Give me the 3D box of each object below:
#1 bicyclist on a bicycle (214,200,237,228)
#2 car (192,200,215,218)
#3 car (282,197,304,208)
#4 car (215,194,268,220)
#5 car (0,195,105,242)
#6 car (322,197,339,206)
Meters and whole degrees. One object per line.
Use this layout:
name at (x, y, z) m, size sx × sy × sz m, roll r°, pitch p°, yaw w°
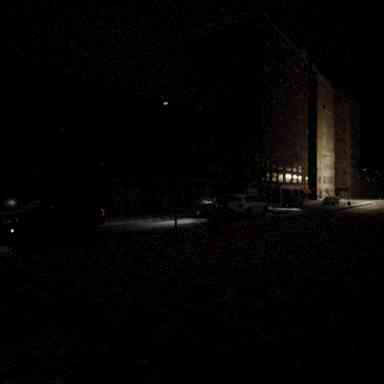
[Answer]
bicyclist on a bicycle at (1.905, 1.293, 19.532) m, size 1.656 × 1.620 × 0.582 m, roll 0°, pitch 0°, yaw 36°
car at (1.938, 1.464, 29.660) m, size 2.128 × 1.511 × 4.902 m, roll 0°, pitch 0°, yaw 36°
car at (14.153, 1.469, 46.605) m, size 1.837 × 1.490 × 4.892 m, roll 0°, pitch 0°, yaw 36°
car at (4.527, 1.197, 28.211) m, size 2.150 × 2.045 × 5.566 m, roll 0°, pitch 0°, yaw 36°
car at (-7.081, 1.221, 17.031) m, size 2.150 × 2.045 × 5.566 m, roll 0°, pitch 0°, yaw 35°
car at (21.927, 1.464, 52.592) m, size 1.812 × 1.442 × 4.674 m, roll 0°, pitch 0°, yaw 36°
